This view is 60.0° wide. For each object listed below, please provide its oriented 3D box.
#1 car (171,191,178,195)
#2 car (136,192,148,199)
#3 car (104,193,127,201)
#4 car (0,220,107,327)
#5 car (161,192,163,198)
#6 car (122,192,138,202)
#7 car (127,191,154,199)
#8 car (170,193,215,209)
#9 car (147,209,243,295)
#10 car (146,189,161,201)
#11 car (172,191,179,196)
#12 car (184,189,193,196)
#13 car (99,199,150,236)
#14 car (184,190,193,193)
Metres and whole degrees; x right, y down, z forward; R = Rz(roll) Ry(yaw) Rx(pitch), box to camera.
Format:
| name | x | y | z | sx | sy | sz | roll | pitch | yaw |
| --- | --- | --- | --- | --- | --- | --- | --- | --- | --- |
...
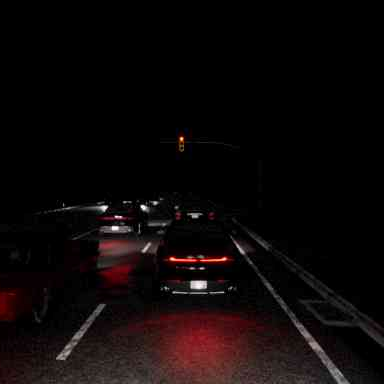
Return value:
| name | x | y | z | sx | sy | sz | roll | pitch | yaw |
| --- | --- | --- | --- | --- | --- | --- | --- | --- | --- |
| car | -3.870 | 0.579 | 75.220 | 1.812 | 1.442 | 4.674 | 0 | 1 | -2 |
| car | -10.771 | 0.640 | 72.149 | 2.033 | 1.411 | 5.357 | 0 | 1 | -2 |
| car | -10.507 | 1.047 | 45.046 | 1.895 | 1.301 | 4.718 | 0 | 1 | 0 |
| car | -3.383 | 1.532 | 6.889 | 1.895 | 1.301 | 4.718 | 0 | 1 | 0 |
| car | -7.309 | 0.619 | 73.337 | 2.033 | 1.411 | 5.357 | 0 | 1 | -2 |
| car | -10.562 | 0.800 | 56.659 | 1.837 | 1.490 | 4.892 | 0 | 2 | 0 |
| car | -6.997 | 0.932 | 45.526 | 2.128 | 1.511 | 4.902 | 0 | 1 | 1 |
| car | 0.142 | 1.147 | 17.607 | 2.097 | 1.767 | 4.553 | 0 | 1 | 0 |
| car | 0.121 | 1.416 | 8.488 | 1.837 | 1.490 | 4.892 | 0 | 1 | 0 |
| car | -7.070 | 0.506 | 57.751 | 2.150 | 2.045 | 5.566 | 0 | 1 | 0 |
| car | -4.332 | 0.367 | 85.264 | 1.812 | 1.442 | 4.674 | 0 | 1 | -3 |
| car | -0.835 | 0.195 | 85.423 | 2.097 | 1.767 | 4.553 | 0 | 1 | -3 |
| car | -3.358 | 1.308 | 16.953 | 1.837 | 1.490 | 4.892 | 0 | 1 | 0 |
| car | -0.371 | 0.585 | 75.310 | 1.812 | 1.442 | 4.674 | 0 | 1 | -2 |
